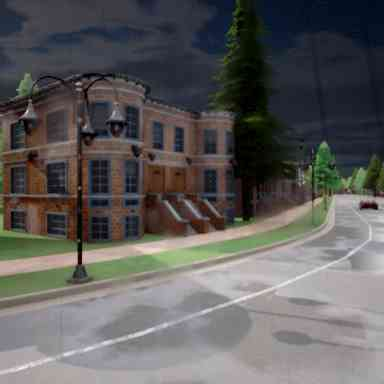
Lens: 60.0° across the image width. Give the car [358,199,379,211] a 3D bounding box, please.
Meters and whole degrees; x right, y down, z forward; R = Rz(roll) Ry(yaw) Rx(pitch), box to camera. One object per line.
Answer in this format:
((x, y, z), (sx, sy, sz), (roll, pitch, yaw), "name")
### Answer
((21.008, 1.543, 39.639), (1.895, 1.301, 4.718), (0, 0, 23), "car")
